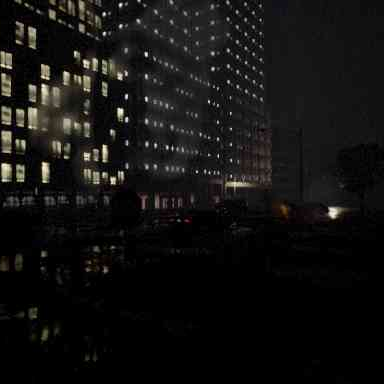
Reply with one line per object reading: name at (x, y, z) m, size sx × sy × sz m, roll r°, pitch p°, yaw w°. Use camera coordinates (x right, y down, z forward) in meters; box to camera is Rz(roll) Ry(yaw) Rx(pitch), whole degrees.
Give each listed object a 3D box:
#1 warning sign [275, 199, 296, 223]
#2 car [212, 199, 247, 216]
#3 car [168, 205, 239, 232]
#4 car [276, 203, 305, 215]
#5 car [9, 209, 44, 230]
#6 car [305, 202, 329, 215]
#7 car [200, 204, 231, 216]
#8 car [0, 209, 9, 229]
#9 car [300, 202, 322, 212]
warning sign at (7.568, 1.495, 26.831) m, size 1.300 × 1.860 × 1.060 m, roll 0°, pitch 0°, yaw 36°
car at (4.421, 1.822, 38.551) m, size 2.150 × 2.045 × 5.566 m, roll -1°, pitch -1°, yaw 36°
car at (0.717, 1.831, 22.262) m, size 2.033 × 1.411 × 5.357 m, roll -1°, pitch -1°, yaw 37°
car at (12.996, 2.203, 44.543) m, size 1.882 × 1.535 × 5.008 m, roll -1°, pitch -1°, yaw 37°
car at (-12.312, 1.794, 21.173) m, size 2.033 × 1.411 × 5.357 m, roll -1°, pitch -1°, yaw 36°
car at (16.824, 2.250, 44.247) m, size 1.812 × 1.442 × 4.674 m, roll -1°, pitch -1°, yaw 37°
car at (3.092, 2.233, 42.228) m, size 1.994 × 1.385 × 4.181 m, roll -1°, pitch -1°, yaw 36°
car at (-12.233, 1.355, 15.783) m, size 2.150 × 2.045 × 5.566 m, roll -1°, pitch -2°, yaw 36°
car at (18.956, 2.369, 52.774) m, size 1.882 × 1.535 × 5.008 m, roll -1°, pitch -1°, yaw 36°
